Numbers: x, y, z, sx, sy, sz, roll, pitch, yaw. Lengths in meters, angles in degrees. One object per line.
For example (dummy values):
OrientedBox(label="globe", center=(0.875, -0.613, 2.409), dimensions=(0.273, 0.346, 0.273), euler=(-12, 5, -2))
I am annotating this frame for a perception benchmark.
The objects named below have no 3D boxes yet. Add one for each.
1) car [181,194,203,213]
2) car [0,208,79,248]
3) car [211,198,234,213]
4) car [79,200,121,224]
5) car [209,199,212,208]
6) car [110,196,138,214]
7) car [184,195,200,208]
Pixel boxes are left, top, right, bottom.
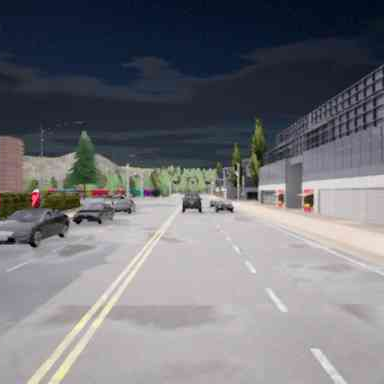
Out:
OrientedBox(label="car", center=(-0.004, 1.208, 36.603), dimensions=(2.150, 2.045, 5.566), euler=(0, 0, 0))
OrientedBox(label="car", center=(-7.092, 1.486, 14.912), dimensions=(2.128, 1.511, 4.902), euler=(0, 0, 0))
OrientedBox(label="car", center=(3.496, 1.588, 36.978), dimensions=(1.895, 1.301, 4.718), euler=(0, 0, 0))
OrientedBox(label="car", center=(-7.087, 1.538, 24.775), dimensions=(2.033, 1.411, 5.357), euler=(0, 0, 1))
OrientedBox(label="car", center=(3.502, 1.584, 47.954), dimensions=(1.895, 1.301, 4.718), euler=(0, 0, 0))
OrientedBox(label="car", center=(-7.049, 1.492, 34.892), dimensions=(1.837, 1.490, 4.892), euler=(0, 0, 0))
OrientedBox(label="car", center=(0.004, 1.334, 47.928), dimensions=(2.097, 1.767, 4.553), euler=(0, 0, 0))
